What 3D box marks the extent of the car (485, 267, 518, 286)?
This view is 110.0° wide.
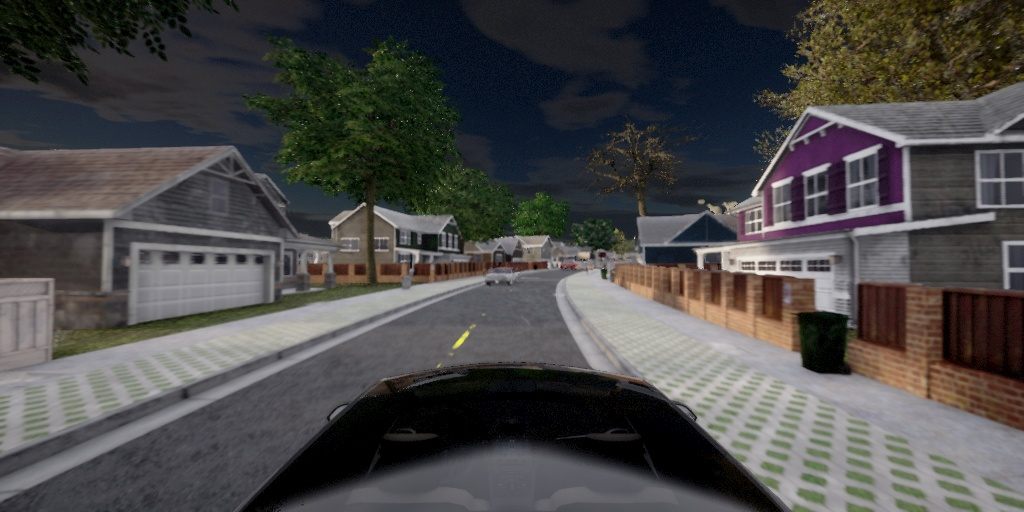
[{"bbox_3d":[-0.735,1.552,27.652,1.895,1.301,4.718,0,-1,9],"label":"car"}]
